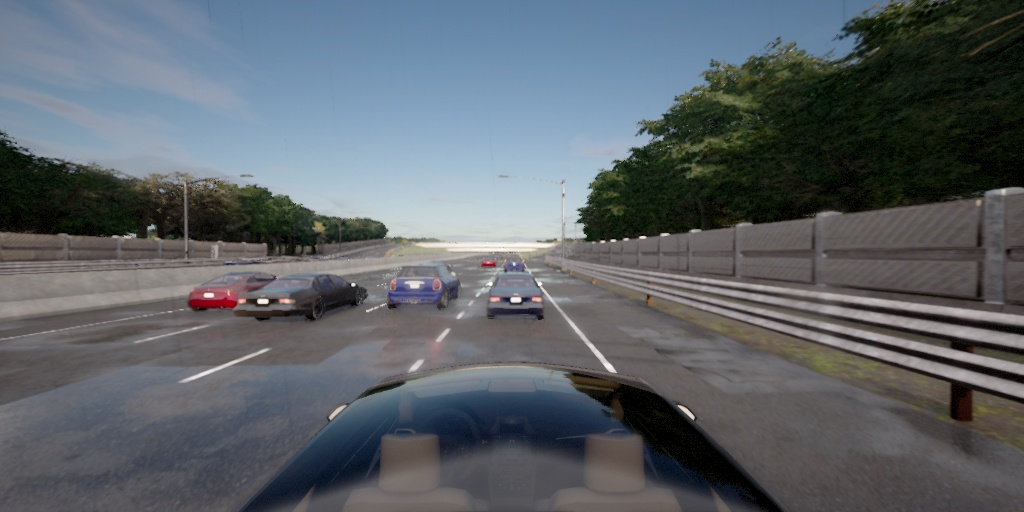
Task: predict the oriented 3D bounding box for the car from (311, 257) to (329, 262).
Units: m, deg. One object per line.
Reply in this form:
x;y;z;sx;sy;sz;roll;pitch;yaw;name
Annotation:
-27.706;0.834;53.105;1.895;1.301;4.718;0;1;1;car

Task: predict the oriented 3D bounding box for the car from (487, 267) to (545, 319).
0.120;1.295;12.793;2.033;1.411;5.357;0;0;0;car

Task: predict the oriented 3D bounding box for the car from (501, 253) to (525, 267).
0.257;0.814;37.728;2.097;1.767;4.553;0;1;0;car

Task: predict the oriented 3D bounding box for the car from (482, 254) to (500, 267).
-3.218;0.823;51.343;1.994;1.385;4.181;0;1;1;car

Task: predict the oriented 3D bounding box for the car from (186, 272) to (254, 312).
-10.373;1.303;14.289;1.994;1.385;4.181;0;0;0;car

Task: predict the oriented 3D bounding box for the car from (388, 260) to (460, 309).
-3.473;1.091;14.940;2.097;1.767;4.553;0;0;0;car

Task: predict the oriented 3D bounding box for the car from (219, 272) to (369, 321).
-6.880;1.296;12.421;2.033;1.411;5.357;0;0;0;car

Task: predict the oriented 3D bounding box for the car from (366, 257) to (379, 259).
-20.706;0.782;53.036;2.033;1.411;5.357;0;1;1;car

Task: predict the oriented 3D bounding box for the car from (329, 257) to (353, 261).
-24.225;0.812;52.194;1.994;1.385;4.181;0;1;1;car

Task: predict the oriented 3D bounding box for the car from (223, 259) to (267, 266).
-31.382;0.998;42.204;1.895;1.301;4.718;0;1;1;car

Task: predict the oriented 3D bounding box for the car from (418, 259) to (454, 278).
-6.783;1.087;32.632;2.033;1.411;5.357;0;1;0;car
